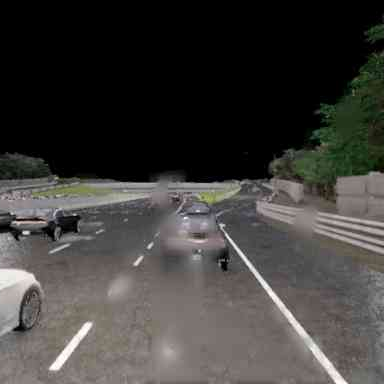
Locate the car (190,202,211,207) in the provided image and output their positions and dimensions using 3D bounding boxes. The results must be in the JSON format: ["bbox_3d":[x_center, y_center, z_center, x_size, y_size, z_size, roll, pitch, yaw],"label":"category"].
[{"bbox_3d":[0.733,1.538,29.594,1.994,1.385,4.181,0,0,6],"label":"car"}]

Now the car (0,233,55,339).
[{"bbox_3d":[-3.497,1.522,3.832,1.812,1.442,4.674,0,0,0],"label":"car"}]

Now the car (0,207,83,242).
[{"bbox_3d":[-6.869,1.477,16.203,2.128,1.511,4.902,0,0,0],"label":"car"}]

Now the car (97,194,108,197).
[{"bbox_3d":[-20.967,1.449,76.058,1.895,1.301,4.718,0,0,0],"label":"car"}]

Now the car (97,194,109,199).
[{"bbox_3d":[-24.580,1.271,91.886,2.033,1.411,5.357,0,0,0],"label":"car"}]

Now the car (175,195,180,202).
[{"bbox_3d":[-3.437,1.382,70.015,1.882,1.535,5.008,0,0,0],"label":"car"}]

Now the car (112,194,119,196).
[{"bbox_3d":[-21.079,1.210,91.924,1.882,1.535,5.008,0,0,0],"label":"car"}]

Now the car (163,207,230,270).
[{"bbox_3d":[0.116,1.482,10.926,2.128,1.511,4.902,0,0,0],"label":"car"}]

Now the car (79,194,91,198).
[{"bbox_3d":[-24.467,1.353,76.049,1.837,1.490,4.892,0,0,0],"label":"car"}]

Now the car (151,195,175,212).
[{"bbox_3d":[-3.400,1.318,38.096,2.097,1.767,4.553,0,0,0],"label":"car"}]
